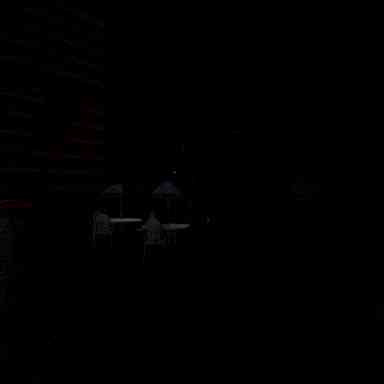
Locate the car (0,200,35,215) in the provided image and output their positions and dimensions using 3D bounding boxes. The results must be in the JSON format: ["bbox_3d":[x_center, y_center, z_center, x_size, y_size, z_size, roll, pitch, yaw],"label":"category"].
[{"bbox_3d":[-18.129,1.533,32.575,1.882,1.535,5.008,0,0,40],"label":"car"}]

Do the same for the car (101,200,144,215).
[{"bbox_3d":[-7.147,1.581,34.439,1.812,1.442,4.674,0,0,40],"label":"car"}]
